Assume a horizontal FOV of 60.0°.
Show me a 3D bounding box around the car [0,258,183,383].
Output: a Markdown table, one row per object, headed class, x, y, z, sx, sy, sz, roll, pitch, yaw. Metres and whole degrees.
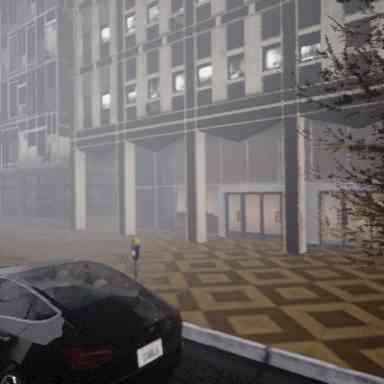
| class | x | y | z | sx | sy | sz | roll | pitch | yaw |
| --- | --- | --- | --- | --- | --- | --- | --- | --- | --- |
| car | -2.090 | 1.565 | 4.382 | 4.313 | 1.339 | 1.947 | 0 | -1 | 36 |
